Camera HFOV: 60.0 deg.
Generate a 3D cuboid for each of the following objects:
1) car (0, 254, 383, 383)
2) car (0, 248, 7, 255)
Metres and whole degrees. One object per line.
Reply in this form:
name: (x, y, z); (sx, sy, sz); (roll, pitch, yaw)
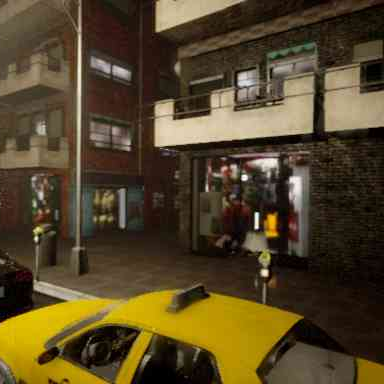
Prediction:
car: (-0.239, 1.525, 3.034); (4.829, 1.417, 1.752); (0, 1, 35)
car: (-4.663, 1.569, 6.186); (4.313, 1.339, 1.947); (0, 1, 35)
